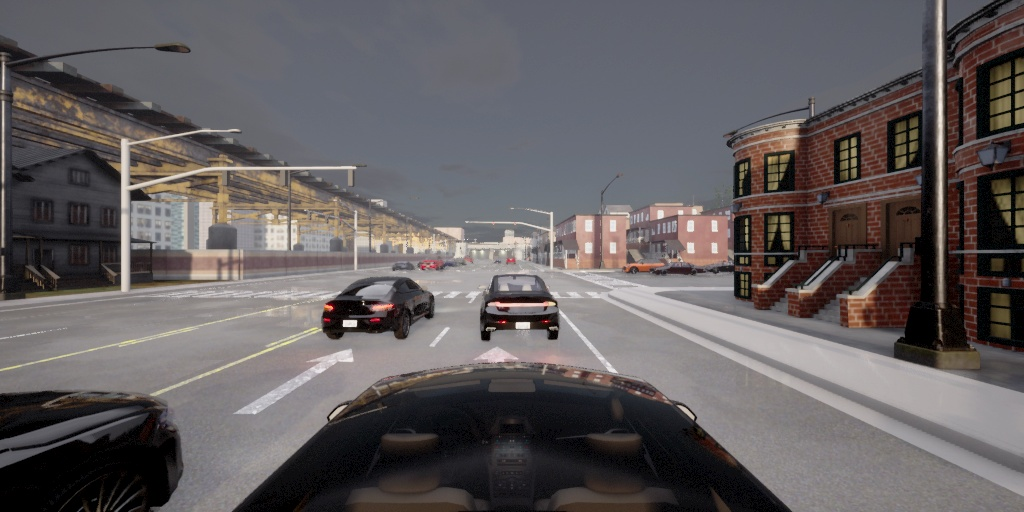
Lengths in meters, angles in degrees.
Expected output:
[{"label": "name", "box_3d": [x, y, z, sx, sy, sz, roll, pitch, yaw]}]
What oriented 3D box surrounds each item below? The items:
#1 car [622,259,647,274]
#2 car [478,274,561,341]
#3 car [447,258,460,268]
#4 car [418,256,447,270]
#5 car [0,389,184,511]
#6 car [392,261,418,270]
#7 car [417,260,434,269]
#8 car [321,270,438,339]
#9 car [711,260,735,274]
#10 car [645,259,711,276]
[{"label": "car", "box_3d": [14.742, 1.102, 40.214, 4.553, 1.767, 2.097, 0, 0, 0]}, {"label": "car", "box_3d": [0.092, 1.242, 9.918, 2.128, 1.511, 4.902, 0, 0, -3]}, {"label": "car", "box_3d": [-10.739, 1.351, 61.709, 1.895, 1.301, 4.718, 0, 0, 0]}, {"label": "car", "box_3d": [-10.723, 0.971, 48.468, 2.150, 2.045, 5.566, 0, 0, 0]}, {"label": "car", "box_3d": [-3.395, 1.242, 0.684, 2.128, 1.511, 4.902, 0, 0, 0]}, {"label": "car", "box_3d": [-14.223, 1.314, 46.939, 1.994, 1.385, 4.181, 0, 0, 0]}, {"label": "car", "box_3d": [-14.246, 1.314, 59.261, 1.994, 1.385, 4.181, 0, 0, -1]}, {"label": "car", "box_3d": [-3.450, 1.276, 9.951, 1.812, 1.442, 4.674, 0, 0, 0]}, {"label": "car", "box_3d": [23.889, 1.241, 40.242, 4.902, 1.511, 2.128, 0, 0, 0]}, {"label": "car", "box_3d": [16.898, 1.297, 36.730, 5.357, 1.411, 2.033, 0, 0, 0]}]
